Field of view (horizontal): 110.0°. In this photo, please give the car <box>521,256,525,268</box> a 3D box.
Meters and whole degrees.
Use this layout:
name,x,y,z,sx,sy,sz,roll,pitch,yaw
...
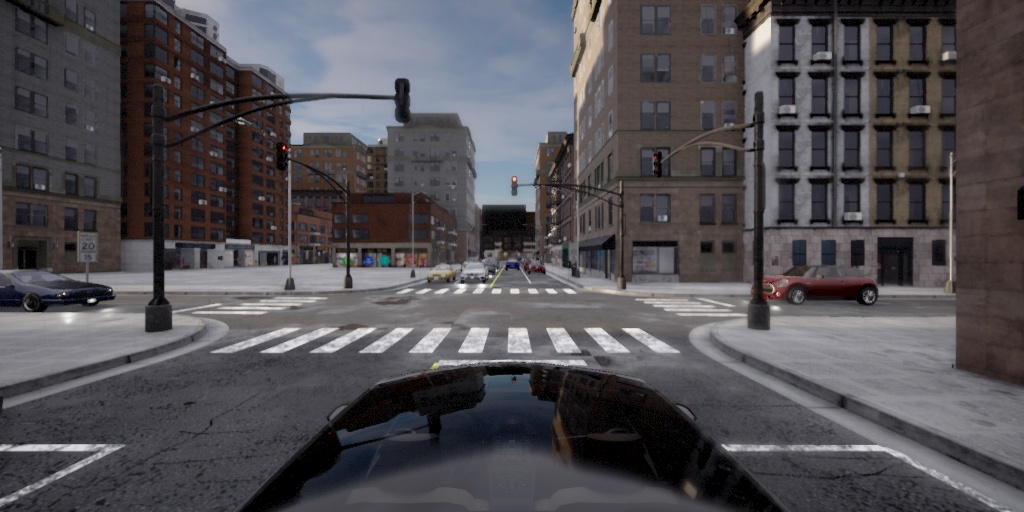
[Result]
name,x,y,z,sx,sy,sz,roll,pitch,yaw
car,2.621,1.045,45.124,2.192,1.841,5.009,0,0,0

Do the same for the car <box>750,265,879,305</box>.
name,x,y,z,sx,sy,sz,roll,pitch,yaw
car,13.222,1.169,15.895,4.553,1.767,2.097,0,0,-1

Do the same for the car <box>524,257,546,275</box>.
name,x,y,z,sx,sy,sz,roll,pitch,yaw
car,2.624,1.173,39.462,1.967,1.591,4.097,0,0,0

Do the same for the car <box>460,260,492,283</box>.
name,x,y,z,sx,sy,sz,roll,pitch,yaw
car,-2.856,1.264,28.106,1.812,1.442,4.674,0,0,0

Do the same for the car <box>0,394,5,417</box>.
name,x,y,z,sx,sy,sz,roll,pitch,yaw
car,-5.388,1.301,1.290,2.007,1.370,4.403,0,0,0

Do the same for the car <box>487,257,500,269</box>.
name,x,y,z,sx,sy,sz,roll,pitch,yaw
car,-2.845,1.219,52.348,2.128,1.511,4.902,0,0,0

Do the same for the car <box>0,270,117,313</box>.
name,x,y,z,sx,sy,sz,roll,pitch,yaw
car,-17.807,1.210,12.935,5.357,1.411,2.033,0,0,0

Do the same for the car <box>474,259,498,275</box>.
name,x,y,z,sx,sy,sz,roll,pitch,yaw
car,-2.857,1.297,39.333,1.994,1.385,4.181,0,0,0

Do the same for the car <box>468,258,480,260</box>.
name,x,y,z,sx,sy,sz,roll,pitch,yaw
car,-5.404,1.281,45.122,2.007,1.370,4.403,0,0,0

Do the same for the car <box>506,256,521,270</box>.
name,x,y,z,sx,sy,sz,roll,pitch,yaw
car,0.082,1.206,51.689,1.882,1.535,5.008,0,0,0

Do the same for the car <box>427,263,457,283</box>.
name,x,y,z,sx,sy,sz,roll,pitch,yaw
car,-5.397,1.263,27.966,1.751,1.417,4.829,0,0,0
